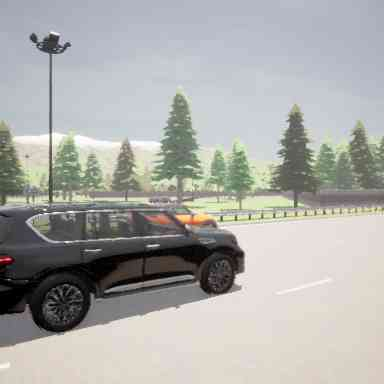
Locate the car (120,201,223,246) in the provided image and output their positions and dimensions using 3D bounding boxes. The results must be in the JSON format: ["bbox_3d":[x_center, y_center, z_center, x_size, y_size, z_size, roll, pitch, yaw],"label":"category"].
[{"bbox_3d":[-0.912,1.351,15.976,4.553,1.767,2.097,0,0,-35],"label":"car"}]

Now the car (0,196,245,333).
[{"bbox_3d":[-1.415,1.223,7.032,5.566,2.045,2.150,0,0,-35],"label":"car"}]
